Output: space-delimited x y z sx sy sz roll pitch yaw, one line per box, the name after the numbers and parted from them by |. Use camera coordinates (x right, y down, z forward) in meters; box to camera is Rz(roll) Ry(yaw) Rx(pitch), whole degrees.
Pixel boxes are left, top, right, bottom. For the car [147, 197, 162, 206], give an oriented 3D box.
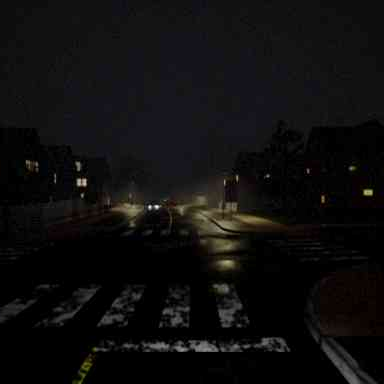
-7.114 1.815 60.338 1.994 1.385 4.181 0 -1 -10 | car

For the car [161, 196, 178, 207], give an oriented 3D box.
-3.665 1.817 56.711 1.895 1.301 4.718 0 -1 -10 | car
